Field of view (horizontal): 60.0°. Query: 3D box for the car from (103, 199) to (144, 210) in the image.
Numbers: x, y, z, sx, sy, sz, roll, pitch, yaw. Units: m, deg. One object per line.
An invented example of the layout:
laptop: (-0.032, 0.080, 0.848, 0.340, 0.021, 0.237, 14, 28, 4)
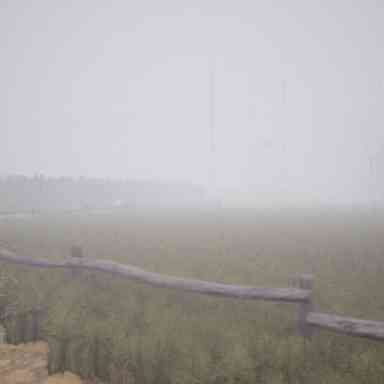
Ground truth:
car: (-7.333, 1.505, 36.004, 1.882, 1.535, 5.008, 0, 0, 36)

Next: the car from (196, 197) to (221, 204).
car: (2.429, 1.534, 49.407, 2.128, 1.511, 4.902, 0, 0, 36)
